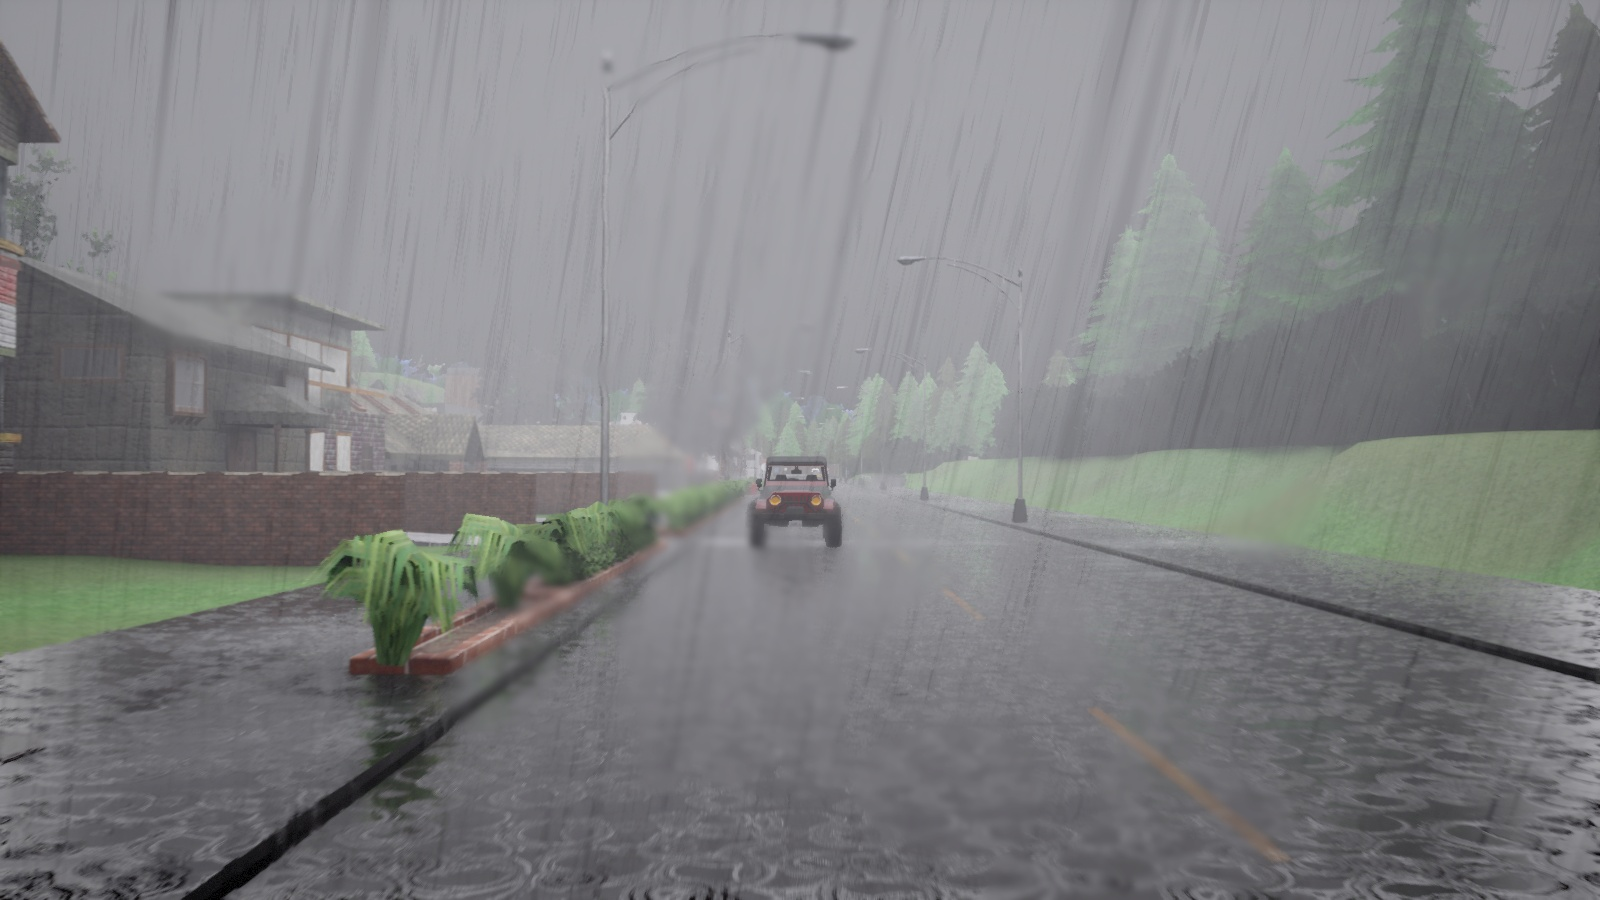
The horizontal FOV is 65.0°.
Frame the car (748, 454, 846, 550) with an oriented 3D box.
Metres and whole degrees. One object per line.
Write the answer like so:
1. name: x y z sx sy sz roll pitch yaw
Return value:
1. car: -0.065 1.055 26.543 1.905 1.878 3.866 0 -1 0
